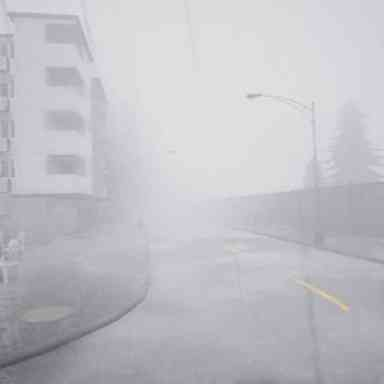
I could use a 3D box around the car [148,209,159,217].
[{"bbox_3d":[-8.619,4.849,75.896,1.994,1.385,4.181,-1,-2,-8],"label":"car"}]
